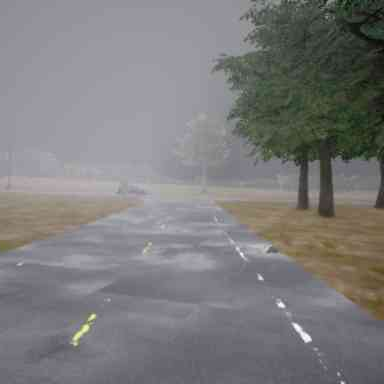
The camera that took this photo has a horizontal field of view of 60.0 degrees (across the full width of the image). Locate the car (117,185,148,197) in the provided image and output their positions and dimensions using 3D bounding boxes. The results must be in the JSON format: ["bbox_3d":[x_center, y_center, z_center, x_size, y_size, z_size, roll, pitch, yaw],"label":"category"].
[{"bbox_3d":[-10.885,-0.215,60.712,5.566,2.045,2.150,3,1,1],"label":"car"}]
